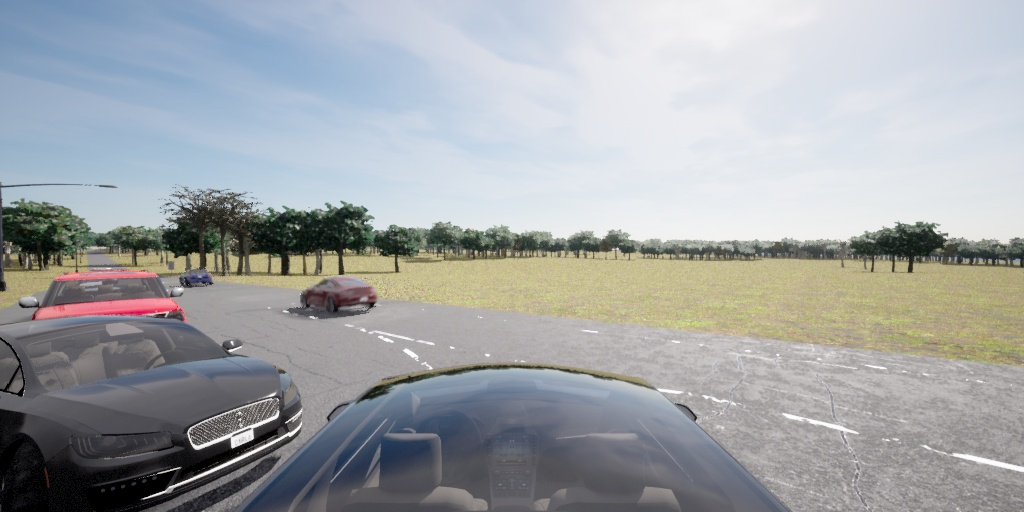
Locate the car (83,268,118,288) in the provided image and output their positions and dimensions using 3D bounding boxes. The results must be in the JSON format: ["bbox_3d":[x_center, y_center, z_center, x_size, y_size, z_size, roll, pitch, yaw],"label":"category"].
[{"bbox_3d":[-47.345,2.419,41.350,2.150,2.045,5.566,-1,0,-44],"label":"car"}]

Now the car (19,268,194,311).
[{"bbox_3d":[-9.578,1.386,8.536,5.566,2.045,2.150,-2,0,40],"label":"car"}]

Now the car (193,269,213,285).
[{"bbox_3d":[-33.133,2.171,37.535,4.553,1.767,2.097,-2,0,40],"label":"car"}]

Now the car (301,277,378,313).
[{"bbox_3d":[-7.867,1.668,16.257,4.674,1.442,1.812,-2,0,40],"label":"car"}]

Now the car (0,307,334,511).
[{"bbox_3d":[-4.608,1.445,3.953,4.892,1.490,1.837,-3,-3,20],"label":"car"}]
